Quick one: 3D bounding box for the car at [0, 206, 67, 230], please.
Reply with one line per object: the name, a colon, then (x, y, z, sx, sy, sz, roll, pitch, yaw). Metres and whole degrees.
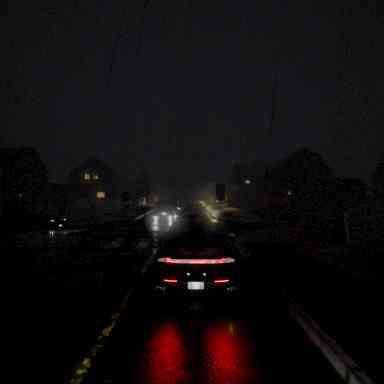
car: (-9.971, 1.494, 18.827, 5.357, 1.411, 2.033, 0, -3, 6)

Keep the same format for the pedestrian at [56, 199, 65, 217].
pedestrian: (-9.846, 1.407, 24.850, 0.375, 1.860, 0.375, 0, -3, -1)

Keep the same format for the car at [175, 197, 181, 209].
car: (-2.901, 1.734, 45.303, 1.895, 1.301, 4.718, 0, 0, 0)

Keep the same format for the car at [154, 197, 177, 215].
car: (-2.906, 1.616, 35.229, 1.812, 1.442, 4.674, 0, 0, 0)

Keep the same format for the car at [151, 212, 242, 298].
car: (0.129, 1.503, 8.523, 2.128, 1.511, 4.902, 0, 0, 1)
